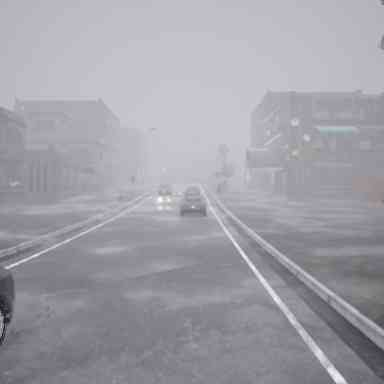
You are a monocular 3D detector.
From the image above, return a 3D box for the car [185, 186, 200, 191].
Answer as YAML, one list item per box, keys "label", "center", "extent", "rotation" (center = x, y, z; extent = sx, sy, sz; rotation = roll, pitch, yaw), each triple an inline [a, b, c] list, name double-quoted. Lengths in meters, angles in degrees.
- label: "car"
  center: [0.082, -0.080, 42.701]
  extent: [1.994, 1.385, 4.181]
  rotation: [0, 4, 0]

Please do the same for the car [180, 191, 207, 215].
- label: "car"
  center: [0.089, 0.951, 25.752]
  extent: [1.994, 1.385, 4.181]
  rotation: [0, 3, 0]

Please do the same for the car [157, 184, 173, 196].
- label: "car"
  center: [-3.599, -0.318, 45.177]
  extent: [2.128, 1.511, 4.902]
  rotation: [0, 4, 0]

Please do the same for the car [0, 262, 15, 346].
- label: "car"
  center: [-3.601, 1.496, 3.135]
  extent: [1.837, 1.490, 4.892]
  rotation: [0, 0, 0]
